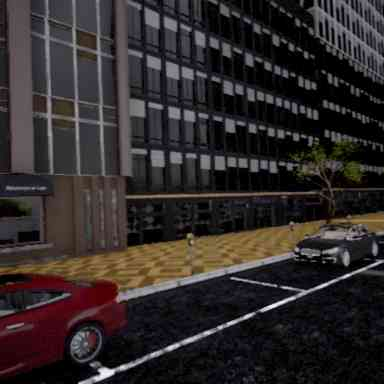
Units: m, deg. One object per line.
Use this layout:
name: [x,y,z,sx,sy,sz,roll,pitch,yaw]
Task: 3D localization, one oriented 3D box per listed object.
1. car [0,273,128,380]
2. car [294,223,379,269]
car: [-2.913,1.881,4.572,4.206,1.307,1.802,0,-4,-43]
car: [5.425,1.854,12.299,4.403,1.369,2.008,0,-4,-43]
